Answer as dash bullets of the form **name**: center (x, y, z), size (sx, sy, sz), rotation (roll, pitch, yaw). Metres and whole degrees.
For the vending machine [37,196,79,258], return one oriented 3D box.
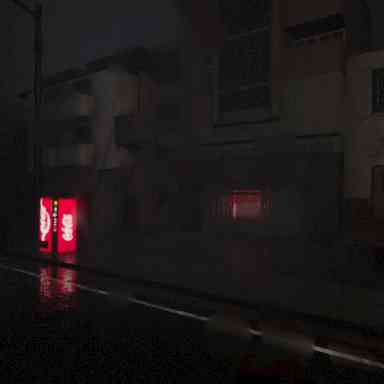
- **vending machine**: center (-4.838, 1.193, 12.043), size (0.880, 2.100, 1.100), rotation (1, 0, 35)
